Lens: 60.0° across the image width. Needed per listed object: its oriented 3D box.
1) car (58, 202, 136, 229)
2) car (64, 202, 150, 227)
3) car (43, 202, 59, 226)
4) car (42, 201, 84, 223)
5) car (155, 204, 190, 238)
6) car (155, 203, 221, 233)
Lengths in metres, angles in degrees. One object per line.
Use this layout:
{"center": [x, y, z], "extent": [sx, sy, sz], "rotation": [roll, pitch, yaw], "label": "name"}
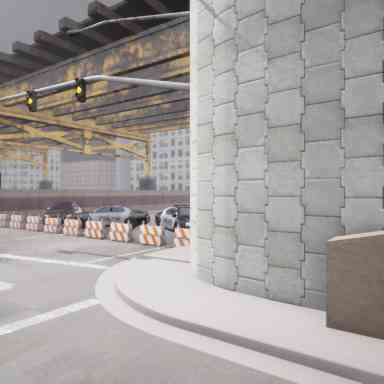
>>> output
{"center": [-5.124, 1.453, 20.314], "extent": [4.974, 1.542, 2.038], "rotation": [0, 0, 0], "label": "car"}
{"center": [-5.072, 1.295, 20.314], "extent": [4.536, 1.218, 1.853], "rotation": [0, 0, 0], "label": "car"}
{"center": [-8.818, 1.453, 23.069], "extent": [2.038, 1.542, 4.974], "rotation": [0, 0, -10], "label": "car"}
{"center": [-8.827, 1.295, 23.120], "extent": [1.853, 1.218, 4.536], "rotation": [0, 0, -10], "label": "car"}
{"center": [-0.356, 1.453, 17.727], "extent": [2.038, 1.542, 4.974], "rotation": [0, 0, -25], "label": "car"}
{"center": [-0.378, 1.295, 17.774], "extent": [1.853, 1.218, 4.536], "rotation": [0, 0, -25], "label": "car"}
